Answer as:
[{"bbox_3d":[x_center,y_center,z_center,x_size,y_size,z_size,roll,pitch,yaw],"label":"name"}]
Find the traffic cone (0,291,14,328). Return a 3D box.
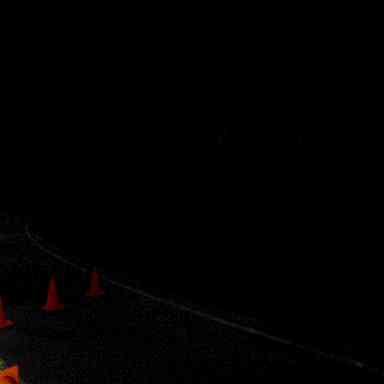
[{"bbox_3d":[-3.228,1.926,5.551,0.340,0.580,0.340,1,1,35],"label":"traffic cone"}]

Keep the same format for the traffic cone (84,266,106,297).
[{"bbox_3d":[-2.099,1.904,7.192,0.340,0.580,0.340,1,1,34],"label":"traffic cone"}]

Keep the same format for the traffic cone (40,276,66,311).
[{"bbox_3d":[-2.664,1.915,6.372,0.340,0.580,0.340,1,1,35],"label":"traffic cone"}]
